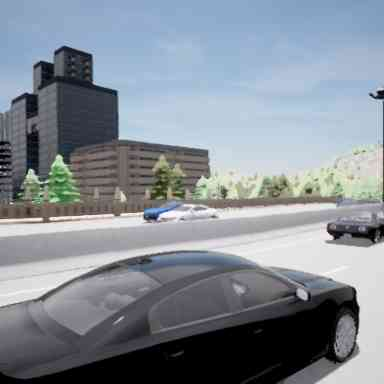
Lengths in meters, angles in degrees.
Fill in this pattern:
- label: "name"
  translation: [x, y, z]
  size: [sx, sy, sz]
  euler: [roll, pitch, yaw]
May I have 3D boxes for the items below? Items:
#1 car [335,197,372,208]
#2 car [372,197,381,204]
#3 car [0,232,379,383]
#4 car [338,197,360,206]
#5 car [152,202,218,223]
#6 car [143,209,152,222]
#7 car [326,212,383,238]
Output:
- label: "car"
  translation: [16.986, 1.530, 35.386]
  size: [2.033, 1.411, 5.357]
  euler: [0, 0, 43]
- label: "car"
  translation: [28.110, 1.525, 52.232]
  size: [1.994, 1.385, 4.181]
  euler: [0, 0, 44]
- label: "car"
  translation: [0.165, 1.482, 4.111]
  size: [5.008, 1.535, 1.882]
  euler: [0, 0, -37]
- label: "car"
  translation: [25.973, 1.546, 55.060]
  size: [1.994, 1.385, 4.181]
  euler: [0, 0, 44]
- label: "car"
  translation: [-0.152, 1.569, 22.520]
  size: [4.674, 1.442, 1.812]
  euler: [0, 0, -45]
- label: "car"
  translation: [-1.533, 1.539, 26.075]
  size: [1.882, 1.535, 5.008]
  euler: [0, 0, 45]
- label: "car"
  translation: [8.281, 1.582, 15.860]
  size: [4.718, 1.301, 1.895]
  euler: [0, 0, -45]
